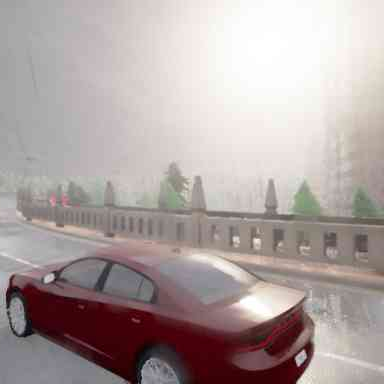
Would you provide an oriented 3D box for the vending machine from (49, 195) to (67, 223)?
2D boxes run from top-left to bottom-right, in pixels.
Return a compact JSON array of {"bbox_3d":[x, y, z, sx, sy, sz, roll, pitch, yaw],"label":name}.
[{"bbox_3d":[-10.191,1.278,25.313,1.100,2.100,0.880,0,0,-37],"label":"vending machine"}]

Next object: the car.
[{"bbox_3d":[-0.856,1.497,4.861,5.008,1.535,1.882,0,0,38],"label":"car"}]
